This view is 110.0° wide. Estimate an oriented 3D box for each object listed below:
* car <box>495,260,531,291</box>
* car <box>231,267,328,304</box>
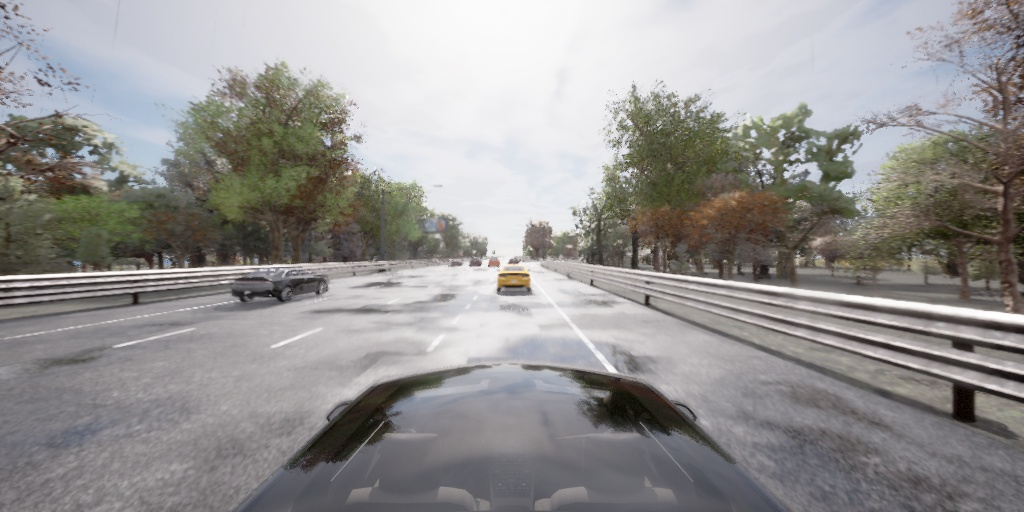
[{"bbox_3d":[0.110,1.237,21.860,1.882,1.535,5.008,0,0,0],"label":"car"},{"bbox_3d":[-10.394,1.249,16.527,2.128,1.511,4.902,0,0,0],"label":"car"}]
